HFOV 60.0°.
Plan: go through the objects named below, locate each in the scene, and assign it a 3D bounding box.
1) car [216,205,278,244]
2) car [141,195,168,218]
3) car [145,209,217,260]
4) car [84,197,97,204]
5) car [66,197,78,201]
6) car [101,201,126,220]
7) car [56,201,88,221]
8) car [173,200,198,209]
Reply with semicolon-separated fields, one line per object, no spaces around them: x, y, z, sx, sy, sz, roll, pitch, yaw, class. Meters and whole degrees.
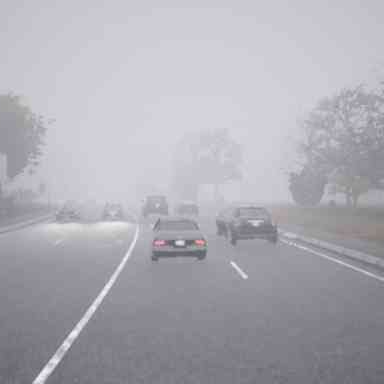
2.493;1.405;16.267;2.097;1.767;4.553;0;0;-6;car
-3.613;1.337;31.666;2.150;2.045;5.566;0;0;-13;car
-0.594;1.592;12.569;2.033;1.411;5.357;0;0;-5;car
-20.734;1.678;67.705;1.882;1.535;5.008;0;0;-27;car
-23.973;1.663;66.339;1.882;1.535;5.008;0;0;-27;car
-6.947;1.602;29.477;2.128;1.511;4.902;0;0;-12;car
-10.205;1.709;28.148;1.895;1.301;4.718;0;0;-12;car
-0.697;1.602;34.451;1.882;1.535;5.008;0;0;-13;car
